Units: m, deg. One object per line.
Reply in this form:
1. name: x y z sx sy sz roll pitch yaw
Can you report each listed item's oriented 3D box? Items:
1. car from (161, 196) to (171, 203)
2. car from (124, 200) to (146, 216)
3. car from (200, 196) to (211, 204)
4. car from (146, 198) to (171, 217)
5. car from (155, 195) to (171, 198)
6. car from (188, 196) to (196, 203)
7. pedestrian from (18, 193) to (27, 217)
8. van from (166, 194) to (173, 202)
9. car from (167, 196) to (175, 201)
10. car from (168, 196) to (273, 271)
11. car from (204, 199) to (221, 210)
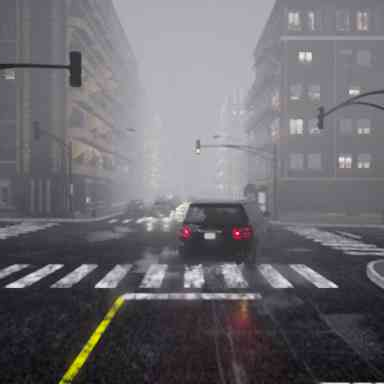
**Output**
1. car: -5.671 1.684 73.117 1.752 1.417 4.829 0 0 0
2. car: -5.684 1.512 33.816 1.967 1.590 4.097 0 0 0
3. car: 2.707 1.587 67.640 1.967 1.590 4.097 0 0 0
4. car: -3.090 1.596 32.864 1.812 1.442 4.674 0 0 0
5. car: -5.676 1.449 62.009 2.192 1.841 5.009 0 0 0
6. car: 0.024 1.639 74.145 1.882 1.535 5.008 0 0 0
7. pedestrian: -12.705 0.956 24.812 0.375 1.860 0.375 0 -1 -1
8. van: -5.668 1.524 84.565 1.690 1.788 3.998 0 0 0
9. car: -5.666 1.745 90.203 2.008 1.369 4.403 0 0 0
10. car: 1.354 1.248 11.317 2.150 2.045 5.566 -1 0 19
11. car: 2.700 1.648 45.085 2.008 1.369 4.403 0 0 0
